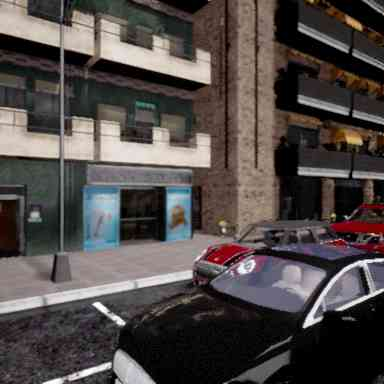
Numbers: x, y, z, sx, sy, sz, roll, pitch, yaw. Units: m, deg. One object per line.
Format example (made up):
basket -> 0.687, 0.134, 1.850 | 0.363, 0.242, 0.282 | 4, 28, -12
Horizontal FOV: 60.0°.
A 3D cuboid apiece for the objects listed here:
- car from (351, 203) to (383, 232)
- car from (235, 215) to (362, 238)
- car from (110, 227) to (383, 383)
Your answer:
car -> 6.560, 1.326, 11.306 | 5.009, 1.841, 2.192 | 0, 0, -36
car -> 1.988, 1.453, 8.009 | 4.097, 1.590, 1.967 | 0, 0, -36
car -> 1.412, 1.498, 4.277 | 4.902, 1.511, 2.128 | 0, 0, -36
